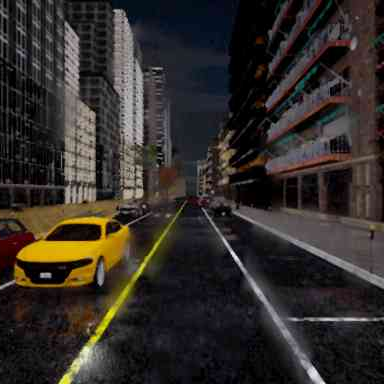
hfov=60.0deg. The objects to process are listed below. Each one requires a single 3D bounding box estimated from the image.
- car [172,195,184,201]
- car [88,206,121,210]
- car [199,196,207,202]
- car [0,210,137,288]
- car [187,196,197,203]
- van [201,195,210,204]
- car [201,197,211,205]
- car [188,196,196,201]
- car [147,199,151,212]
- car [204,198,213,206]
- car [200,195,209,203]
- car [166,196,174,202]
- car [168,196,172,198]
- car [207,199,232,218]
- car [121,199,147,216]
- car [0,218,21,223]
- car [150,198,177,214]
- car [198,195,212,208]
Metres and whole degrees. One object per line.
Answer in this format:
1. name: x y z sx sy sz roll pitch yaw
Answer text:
1. car: -2.966 1.458 77.742 2.033 1.411 5.357 0 0 0
2. car: -5.682 1.553 19.385 1.752 1.417 4.829 0 0 0
3. car: 2.727 1.723 85.942 2.008 1.369 4.403 0 0 0
4. car: -3.049 1.490 9.489 1.882 1.535 5.008 0 0 1
5. car: 0.031 1.516 69.685 1.882 1.535 5.008 0 0 0
6. van: 2.720 1.470 69.345 1.690 1.788 3.998 0 0 0
7. car: 2.717 1.697 63.812 1.802 1.307 4.206 0 0 0
8. car: 0.037 1.603 83.240 1.895 1.301 4.718 0 0 0
9. car: -5.675 1.496 36.154 1.967 1.590 4.097 0 0 0
10. car: 2.706 1.607 36.149 2.008 1.369 4.403 0 0 0
11. car: 2.722 1.583 74.877 1.967 1.590 4.097 0 0 0
12. car: -5.653 1.697 85.777 1.752 1.417 4.829 0 0 0
13. car: -5.661 1.711 69.349 1.802 1.307 4.206 0 0 0
14. car: 2.703 1.597 30.616 2.008 1.369 4.403 0 0 0
15. car: -5.677 1.597 30.621 2.008 1.369 4.403 0 0 0
16. car: -5.688 1.452 8.489 1.967 1.590 4.097 0 0 0
17. car: -3.074 1.620 36.448 1.994 1.385 4.181 0 0 0
18. car: 2.410 1.438 51.386 2.097 1.767 4.553 0 0 0
